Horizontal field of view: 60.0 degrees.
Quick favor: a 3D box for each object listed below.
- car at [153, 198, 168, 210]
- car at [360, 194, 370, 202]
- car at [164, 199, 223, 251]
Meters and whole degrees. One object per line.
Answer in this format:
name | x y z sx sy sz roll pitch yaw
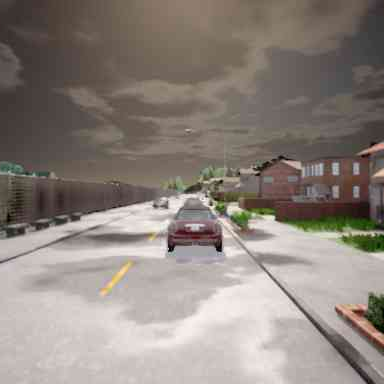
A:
car | -4.030 1.512 44.135 2.128 1.511 4.902 0 0 0
car | 15.557 0.988 28.234 1.905 1.878 3.866 0 0 0
car | 0.112 1.358 14.311 2.097 1.767 4.553 0 0 0
